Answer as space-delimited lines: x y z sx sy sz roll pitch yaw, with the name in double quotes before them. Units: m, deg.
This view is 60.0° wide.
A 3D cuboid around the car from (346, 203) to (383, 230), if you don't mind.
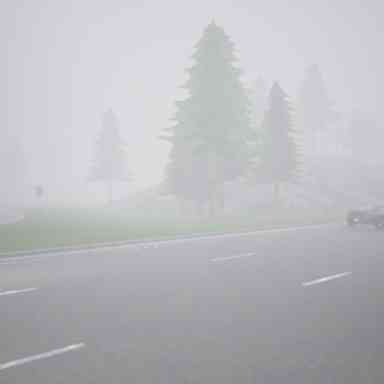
"car" 11.295 1.422 20.415 4.674 1.442 1.812 0 0 -36
